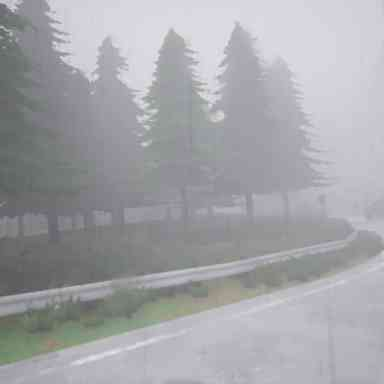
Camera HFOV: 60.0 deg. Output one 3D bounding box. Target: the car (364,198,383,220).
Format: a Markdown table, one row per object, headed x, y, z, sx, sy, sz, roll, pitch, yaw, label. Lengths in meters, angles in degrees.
| x | y | z | sx | sy | sz | roll | pitch | yaw | label |
| --- | --- | --- | --- | --- | --- | --- | --- | --- | --- |
| 17.334 | 1.456 | 29.017 | 2.150 | 2.045 | 5.566 | -4 | -2 | -3 | car |

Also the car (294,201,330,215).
| x | y | z | sx | sy | sz | roll | pitch | yaw | label |
| --- | --- | --- | --- | --- | --- | --- | --- | --- | --- |
| 13.538 | 2.103 | 38.073 | 2.150 | 2.045 | 5.566 | -4 | -2 | -5 | car |
